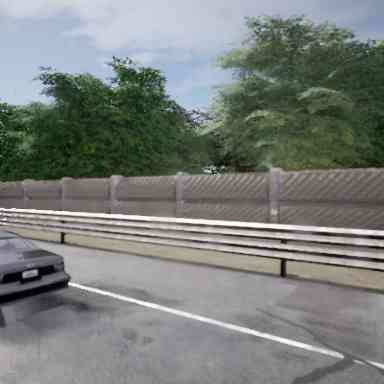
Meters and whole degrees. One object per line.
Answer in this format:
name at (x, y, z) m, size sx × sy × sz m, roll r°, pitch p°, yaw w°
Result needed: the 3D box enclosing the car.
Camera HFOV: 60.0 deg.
car at (-5.017, 1.550, 7.569) m, size 5.357 × 1.411 × 2.033 m, roll 0°, pitch 0°, yaw 35°
